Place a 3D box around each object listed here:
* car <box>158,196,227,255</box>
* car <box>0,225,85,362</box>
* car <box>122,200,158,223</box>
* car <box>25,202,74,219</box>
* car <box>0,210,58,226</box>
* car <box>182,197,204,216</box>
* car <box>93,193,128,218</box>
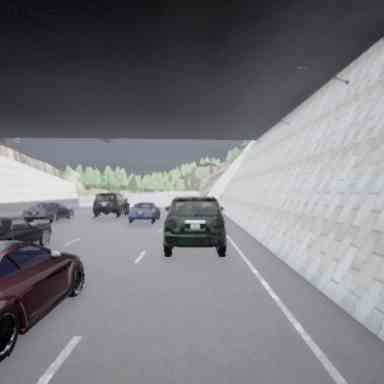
[{"bbox_3d":[0.101,1.162,13.077,2.150,2.045,5.566,0,0,0],"label":"car"},{"bbox_3d":[-3.399,1.537,5.813,1.994,1.385,4.181,0,0,0],"label":"car"},{"bbox_3d":[-3.398,1.437,24.339,2.033,1.411,5.357,0,0,0],"label":"car"},{"bbox_3d":[-10.398,1.438,24.339,2.033,1.411,5.357,0,0,0],"label":"car"},{"bbox_3d":[-6.899,1.546,12.137,1.895,1.301,4.718,0,0,0],"label":"car"},{"bbox_3d":[0.097,1.336,31.292,1.882,1.535,5.008,0,0,0],"label":"car"},{"bbox_3d":[-6.901,1.091,28.809,2.150,2.045,5.566,0,0,0],"label":"car"}]
